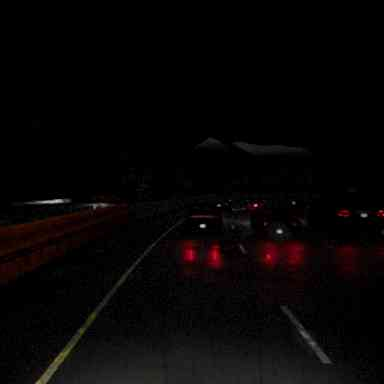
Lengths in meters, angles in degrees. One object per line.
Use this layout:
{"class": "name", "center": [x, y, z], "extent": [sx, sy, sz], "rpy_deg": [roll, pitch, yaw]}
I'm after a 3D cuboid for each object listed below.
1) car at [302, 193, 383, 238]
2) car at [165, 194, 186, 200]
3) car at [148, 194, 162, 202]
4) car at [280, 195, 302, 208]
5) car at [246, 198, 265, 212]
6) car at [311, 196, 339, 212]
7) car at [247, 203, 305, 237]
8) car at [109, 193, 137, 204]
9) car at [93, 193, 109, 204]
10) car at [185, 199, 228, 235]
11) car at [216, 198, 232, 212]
{"class": "car", "center": [7.604, 1.080, 16.996], "extent": [2.150, 2.045, 5.566], "rpy_deg": [0, 0, 4]}
{"class": "car", "center": [-2.522, 1.027, 54.704], "extent": [1.882, 1.535, 5.008], "rpy_deg": [0, 0, 19]}
{"class": "car", "center": [-5.793, 1.103, 55.945], "extent": [1.994, 1.385, 4.181], "rpy_deg": [0, 0, 19]}
{"class": "car", "center": [9.998, 1.076, 33.366], "extent": [2.097, 1.767, 4.553], "rpy_deg": [0, 0, 11]}
{"class": "car", "center": [6.594, 1.281, 34.200], "extent": [1.994, 1.385, 4.181], "rpy_deg": [0, 0, 12]}
{"class": "car", "center": [13.948, 1.187, 35.167], "extent": [1.882, 1.535, 5.008], "rpy_deg": [0, 0, 12]}
{"class": "car", "center": [4.116, 1.459, 17.150], "extent": [1.895, 1.301, 4.718], "rpy_deg": [0, 0, 5]}
{"class": "car", "center": [-10.524, 1.058, 52.627], "extent": [2.128, 1.511, 4.902], "rpy_deg": [0, 0, 17]}
{"class": "car", "center": [-13.918, 0.912, 53.486], "extent": [2.097, 1.767, 4.553], "rpy_deg": [0, 0, 17]}
{"class": "car", "center": [0.695, 1.344, 17.853], "extent": [2.128, 1.511, 4.902], "rpy_deg": [0, 0, 5]}
{"class": "car", "center": [3.057, 1.280, 34.336], "extent": [1.994, 1.385, 4.181], "rpy_deg": [0, 0, 11]}
